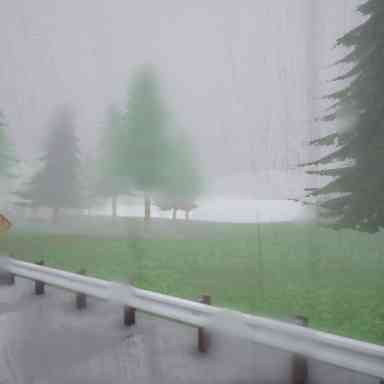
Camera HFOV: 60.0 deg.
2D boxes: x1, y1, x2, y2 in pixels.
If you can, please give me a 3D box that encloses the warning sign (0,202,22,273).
[{"bbox_3d":[-5.544,1.208,9.045,1.060,1.860,1.300,-1,0,37],"label":"warning sign"}]
